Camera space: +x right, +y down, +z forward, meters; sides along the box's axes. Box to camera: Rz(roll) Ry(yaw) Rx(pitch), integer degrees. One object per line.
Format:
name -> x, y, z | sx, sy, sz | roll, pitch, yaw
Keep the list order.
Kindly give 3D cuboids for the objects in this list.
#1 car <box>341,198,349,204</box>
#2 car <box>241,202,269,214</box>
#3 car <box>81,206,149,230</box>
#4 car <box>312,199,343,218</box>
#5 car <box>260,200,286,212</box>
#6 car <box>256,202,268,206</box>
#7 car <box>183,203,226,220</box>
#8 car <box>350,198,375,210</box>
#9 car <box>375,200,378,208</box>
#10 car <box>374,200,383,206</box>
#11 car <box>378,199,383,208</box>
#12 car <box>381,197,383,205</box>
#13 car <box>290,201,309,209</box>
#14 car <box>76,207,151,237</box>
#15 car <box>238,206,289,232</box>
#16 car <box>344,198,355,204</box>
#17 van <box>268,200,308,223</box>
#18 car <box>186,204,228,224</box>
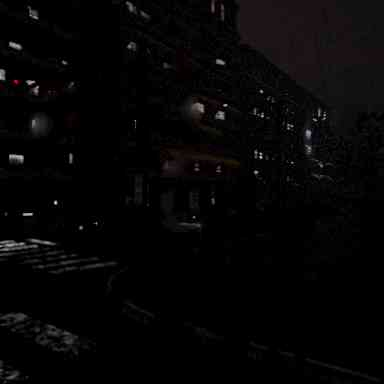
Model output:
car -> 34.120, 2.293, 76.850 | 1.947, 1.339, 4.313 | 0, 0, 36
car -> 7.860, 1.961, 41.214 | 1.802, 1.307, 4.206 | 0, 0, 36
car -> -5.270, 1.750, 23.396 | 2.008, 1.369, 4.403 | 0, 0, 36
car -> 14.603, 1.900, 36.237 | 1.967, 1.590, 4.097 | 0, 0, 36
car -> 11.143, 1.864, 45.669 | 1.967, 1.590, 4.097 | 0, 0, 36
car -> 8.234, 1.859, 37.333 | 1.882, 1.535, 5.008 | 1, 0, 37
car -> 1.295, 1.834, 32.305 | 1.887, 1.381, 4.507 | 0, 0, 36
car -> 27.733, 1.952, 54.056 | 2.192, 1.841, 5.009 | 0, 0, 36
car -> 31.014, 2.262, 58.509 | 1.802, 1.307, 4.206 | 0, 0, 36
car -> 40.862, 2.359, 71.873 | 2.008, 1.369, 4.403 | 0, 0, 36
car -> 34.297, 2.163, 62.964 | 1.967, 1.590, 4.097 | 0, 0, 36
car -> 47.429, 2.208, 80.783 | 2.192, 1.841, 5.009 | 0, 0, 36
car -> 17.707, 2.094, 54.578 | 1.802, 1.307, 4.206 | 0, 0, 36
car -> -4.561, 1.697, 19.950 | 2.128, 1.511, 4.902 | 1, 0, 36
car -> 4.754, 1.891, 22.873 | 1.947, 1.339, 4.313 | 0, 0, 36
car -> 40.584, 2.336, 85.622 | 1.752, 1.417, 4.829 | 0, 0, 36
van -> 8.038, 1.712, 27.328 | 1.690, 1.788, 3.998 | 0, 0, 36
car -> 1.335, 1.851, 27.990 | 1.994, 1.385, 4.181 | 1, 0, 36
